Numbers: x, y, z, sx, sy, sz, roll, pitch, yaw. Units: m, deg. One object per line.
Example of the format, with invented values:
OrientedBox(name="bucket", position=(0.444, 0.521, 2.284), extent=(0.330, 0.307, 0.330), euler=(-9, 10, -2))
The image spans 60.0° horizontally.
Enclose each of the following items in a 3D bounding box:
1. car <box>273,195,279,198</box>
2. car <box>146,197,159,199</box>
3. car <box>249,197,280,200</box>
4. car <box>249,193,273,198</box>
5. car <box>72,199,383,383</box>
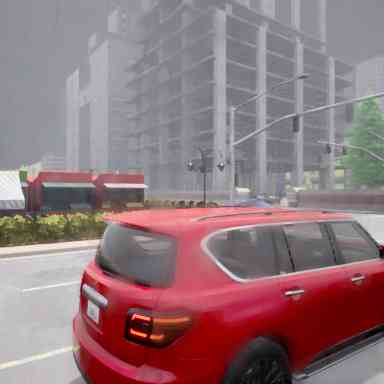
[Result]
OrientedBox(name="car", position=(14.052, 1.114, 59.913), extent=(1.905, 1.878, 3.866), euler=(0, 0, -36))
OrientedBox(name="car", position=(-4.597, 1.422, 40.285), extent=(1.882, 1.535, 5.008), euler=(0, 0, -36))
OrientedBox(name="car", position=(5.359, 1.422, 26.567), extent=(1.882, 1.535, 5.008), euler=(0, 0, -36))
OrientedBox(name="car", position=(11.661, 1.114, 58.199), extent=(1.905, 1.878, 3.866), euler=(0, 0, -36))
OrientedBox(name="car", position=(1.259, 1.221, 4.687), extent=(5.566, 2.045, 2.150), euler=(0, 0, -35))
